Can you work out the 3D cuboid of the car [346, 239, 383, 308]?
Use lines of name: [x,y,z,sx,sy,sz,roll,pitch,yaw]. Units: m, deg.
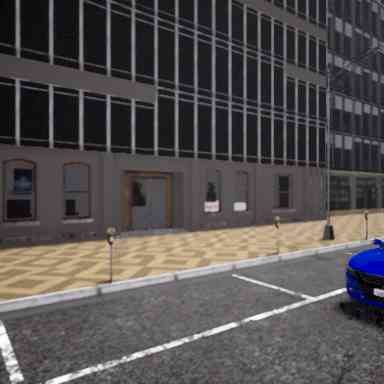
car: [5.286,1.458,7.149,5.008,1.535,1.882,0,0,-35]
